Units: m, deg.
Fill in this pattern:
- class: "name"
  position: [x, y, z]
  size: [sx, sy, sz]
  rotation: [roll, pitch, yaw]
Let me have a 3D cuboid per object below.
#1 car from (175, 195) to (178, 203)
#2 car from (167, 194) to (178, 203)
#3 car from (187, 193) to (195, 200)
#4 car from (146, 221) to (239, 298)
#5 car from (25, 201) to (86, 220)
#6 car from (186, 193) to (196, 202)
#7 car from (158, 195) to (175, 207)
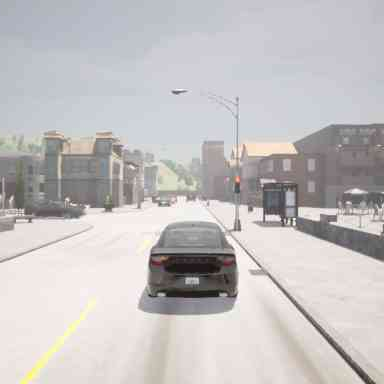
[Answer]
- class: "car"
  position: [-4.229, 1.352, 61.120]
  size: [2.097, 1.767, 4.553]
  rotation: [0, 0, 0]
- class: "car"
  position: [-4.190, 1.355, 71.183]
  size: [2.097, 1.767, 4.553]
  rotation: [0, 0, 0]
- class: "car"
  position: [-0.234, 1.187, 87.062]
  size: [2.097, 1.767, 4.553]
  rotation: [0, 0, 0]
- class: "car"
  position: [0.027, 1.478, 8.575]
  size: [1.882, 1.535, 5.008]
  rotation: [0, 0, 0]
- class: "car"
  position: [-11.241, 1.506, 27.509]
  size: [4.892, 1.490, 1.837]
  rotation: [0, 0, 6]
- class: "car"
  position: [-0.205, 1.216, 76.702]
  size: [2.150, 2.045, 5.566]
  rotation: [0, 0, 0]
- class: "car"
  position: [-4.233, 1.491, 52.020]
  size: [2.128, 1.511, 4.902]
  rotation: [0, 0, 0]
